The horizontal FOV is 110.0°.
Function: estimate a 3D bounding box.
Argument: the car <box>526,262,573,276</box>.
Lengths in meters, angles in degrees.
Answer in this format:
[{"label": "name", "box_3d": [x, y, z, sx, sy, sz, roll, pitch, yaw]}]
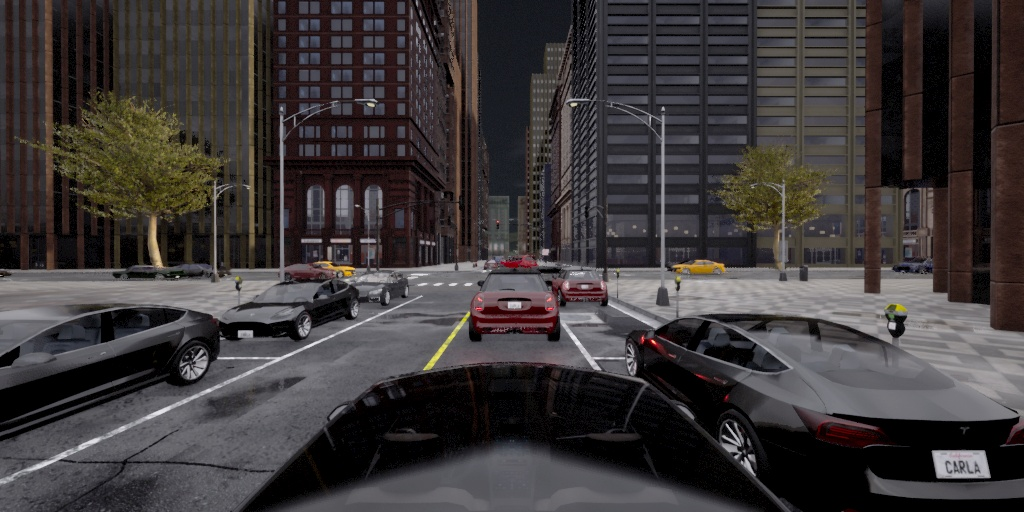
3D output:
[{"label": "car", "box_3d": [3.827, 1.346, 37.141, 4.718, 1.301, 1.895, 0, 0, 0]}]

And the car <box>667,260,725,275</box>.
[{"label": "car", "box_3d": [19.281, 1.175, 37.151, 5.008, 1.535, 1.882, 0, 0, 0]}]

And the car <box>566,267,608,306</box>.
[{"label": "car", "box_3d": [2.778, 1.190, 15.553, 1.967, 1.591, 4.097, 0, 0, 0]}]

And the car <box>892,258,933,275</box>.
[{"label": "car", "box_3d": [42.751, 1.000, 37.135, 4.553, 1.767, 2.097, 0, 0, 0]}]

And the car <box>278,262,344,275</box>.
[{"label": "car", "box_3d": [-17.233, 1.344, 30.415, 4.674, 1.442, 1.812, 0, 0, -2]}]

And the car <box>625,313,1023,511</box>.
[{"label": "car", "box_3d": [2.765, 1.316, 4.281, 1.948, 1.339, 4.313, 0, 0, 0]}]

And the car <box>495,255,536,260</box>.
[{"label": "car", "box_3d": [0.778, 0.976, 43.619, 2.150, 2.045, 5.566, -3, 1, -38]}]

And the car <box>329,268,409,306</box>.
[{"label": "car", "box_3d": [-5.747, 1.301, 15.562, 2.007, 1.370, 4.403, 0, 0, 0]}]

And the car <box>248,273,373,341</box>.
[{"label": "car", "box_3d": [-5.754, 1.316, 9.925, 1.948, 1.339, 4.313, 0, 0, 0]}]

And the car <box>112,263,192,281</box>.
[{"label": "car", "box_3d": [-30.581, 1.456, 30.403, 4.718, 1.301, 1.895, 0, 0, 0]}]

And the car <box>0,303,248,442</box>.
[{"label": "car", "box_3d": [-5.760, 1.315, 4.288, 1.948, 1.339, 4.313, 0, 0, 0]}]

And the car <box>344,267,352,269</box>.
[{"label": "car", "box_3d": [-17.306, 1.281, 33.660, 5.008, 1.535, 1.882, 0, 0, 1]}]

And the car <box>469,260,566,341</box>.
[{"label": "car", "box_3d": [0.077, 1.102, 10.017, 2.097, 1.767, 4.553, 0, 0, 1]}]

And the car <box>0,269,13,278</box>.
[{"label": "car", "box_3d": [-50.702, 1.445, 33.718, 5.357, 1.411, 2.033, 0, 0, 0]}]

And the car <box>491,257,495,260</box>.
[{"label": "car", "box_3d": [-3.011, 1.295, 52.021, 1.812, 1.442, 4.674, 0, 0, 1]}]

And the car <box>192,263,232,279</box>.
[{"label": "car", "box_3d": [-29.515, 1.385, 33.654, 5.357, 1.411, 2.033, 0, 0, 0]}]
